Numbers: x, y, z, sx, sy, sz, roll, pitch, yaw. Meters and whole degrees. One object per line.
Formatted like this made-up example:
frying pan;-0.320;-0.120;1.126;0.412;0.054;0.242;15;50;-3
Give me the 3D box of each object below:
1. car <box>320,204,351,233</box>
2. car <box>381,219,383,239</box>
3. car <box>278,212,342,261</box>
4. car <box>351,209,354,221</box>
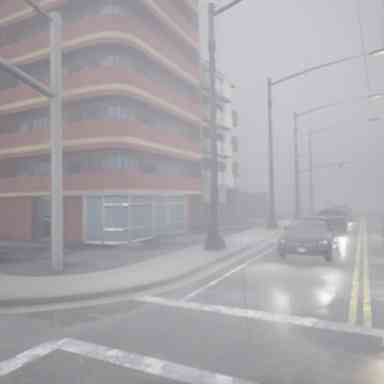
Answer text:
car;9.493;1.801;22.544;1.882;1.535;5.008;-2;-1;27
car;9.438;1.633;14.420;1.882;1.535;5.008;-2;-1;27
car;4.786;1.736;13.408;1.812;1.442;4.674;-2;-1;27
car;14.288;1.942;31.763;1.837;1.490;4.892;-2;-1;28
